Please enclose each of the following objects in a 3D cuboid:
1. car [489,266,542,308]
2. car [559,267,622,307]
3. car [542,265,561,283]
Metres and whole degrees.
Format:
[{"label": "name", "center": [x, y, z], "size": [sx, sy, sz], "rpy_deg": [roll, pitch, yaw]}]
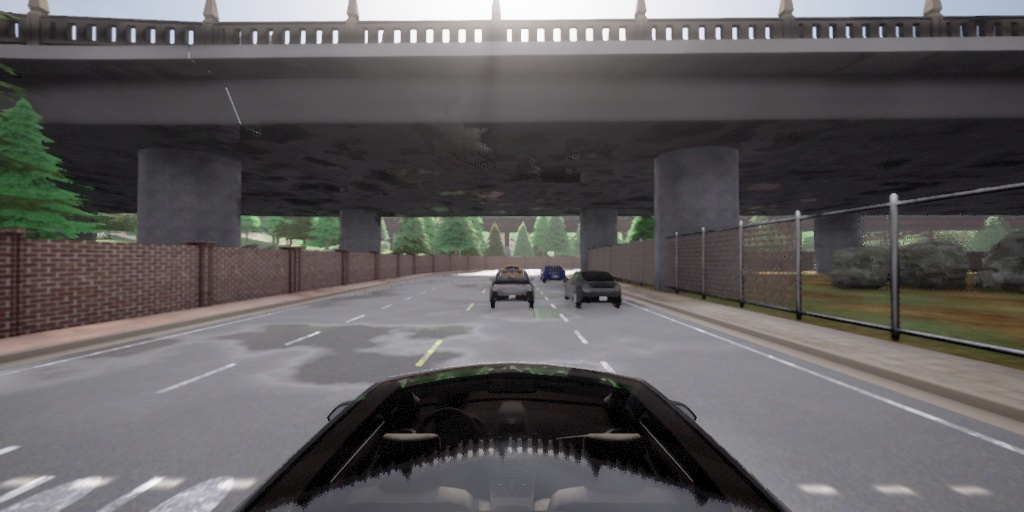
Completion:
[{"label": "car", "center": [0.007, 1.377, 16.144], "size": [2.128, 1.511, 4.902], "rpy_deg": [0, 0, 0]}, {"label": "car", "center": [3.507, 1.393, 16.166], "size": [1.837, 1.490, 4.892], "rpy_deg": [0, 0, 0]}, {"label": "car", "center": [3.520, 1.505, 31.335], "size": [1.882, 1.535, 5.008], "rpy_deg": [0, 0, 0]}]
